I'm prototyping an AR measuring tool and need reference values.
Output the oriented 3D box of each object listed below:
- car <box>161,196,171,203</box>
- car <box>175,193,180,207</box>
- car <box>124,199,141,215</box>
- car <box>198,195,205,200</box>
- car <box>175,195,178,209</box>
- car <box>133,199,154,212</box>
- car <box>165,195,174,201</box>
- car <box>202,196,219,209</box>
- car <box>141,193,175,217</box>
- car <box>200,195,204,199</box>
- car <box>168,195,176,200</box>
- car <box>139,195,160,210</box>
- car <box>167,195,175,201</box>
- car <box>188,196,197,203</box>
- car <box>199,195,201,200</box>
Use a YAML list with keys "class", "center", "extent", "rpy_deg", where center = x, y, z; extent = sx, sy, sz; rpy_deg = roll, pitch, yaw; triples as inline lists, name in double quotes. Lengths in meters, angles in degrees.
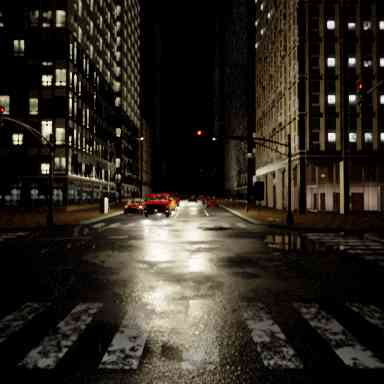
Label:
- class: "car"
  center: [-5.612, 1.545, 72.746]
  extent: [1.887, 1.381, 4.507]
  rpy_deg: [1, 0, 0]
- class: "car"
  center: [-3.045, 1.221, 51.976]
  extent: [2.150, 2.045, 5.566]
  rpy_deg: [0, 0, 0]
- class: "car"
  center: [-5.644, 1.440, 33.720]
  extent: [1.967, 1.590, 4.097]
  rpy_deg: [1, 0, 0]
- class: "car"
  center: [2.788, 1.546, 95.120]
  extent: [1.887, 1.381, 4.507]
  rpy_deg: [1, 0, 0]
- class: "car"
  center: [-3.061, 1.477, 41.477]
  extent: [1.882, 1.535, 5.008]
  rpy_deg: [0, 0, 0]
- class: "car"
  center: [-5.643, 1.581, 39.295]
  extent: [1.802, 1.307, 4.206]
  rpy_deg: [1, 0, 0]
- class: "car"
  center: [-5.602, 1.545, 83.896]
  extent: [1.887, 1.381, 4.507]
  rpy_deg: [1, 0, 0]
- class: "car"
  center: [2.742, 1.581, 44.924]
  extent: [1.802, 1.307, 4.206]
  rpy_deg: [1, 0, 0]
- class: "car"
  center: [-3.066, 1.221, 31.050]
  extent: [2.150, 2.045, 5.566]
  rpy_deg: [0, 0, 0]
- class: "car"
  center: [2.754, 1.525, 56.250]
  extent: [1.752, 1.417, 4.829]
  rpy_deg: [1, 0, 0]
- class: "car"
  center: [-5.593, 1.567, 95.047]
  extent: [1.947, 1.339, 4.313]
  rpy_deg: [1, 0, 0]
- class: "car"
  center: [-5.632, 1.315, 44.870]
  extent: [2.192, 1.841, 5.009]
  rpy_deg: [1, 0, 0]
- class: "car"
  center: [-5.598, 1.552, 89.471]
  extent: [2.008, 1.369, 4.403]
  rpy_deg: [1, 0, 0]
- class: "car"
  center: [0.150, 1.546, 70.580]
  extent: [2.033, 1.411, 5.357]
  rpy_deg: [0, 0, 0]
- class: "car"
  center: [2.758, 1.566, 61.657]
  extent: [1.947, 1.339, 4.313]
  rpy_deg: [1, 0, 0]
